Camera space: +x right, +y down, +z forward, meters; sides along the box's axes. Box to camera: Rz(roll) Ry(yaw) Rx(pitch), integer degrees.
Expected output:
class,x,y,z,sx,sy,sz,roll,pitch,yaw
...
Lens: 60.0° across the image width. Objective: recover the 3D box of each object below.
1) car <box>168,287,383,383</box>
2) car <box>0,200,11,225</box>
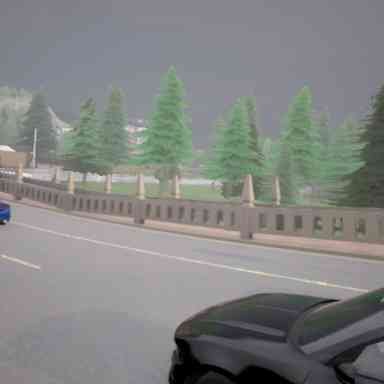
class,x,y,z,sx,sy,sz,roll,pitch,yaw
car,2.076,1.479,2.511,5.008,1.535,1.882,0,0,36
car,-10.579,0.682,15.829,5.008,1.535,1.882,6,3,35
